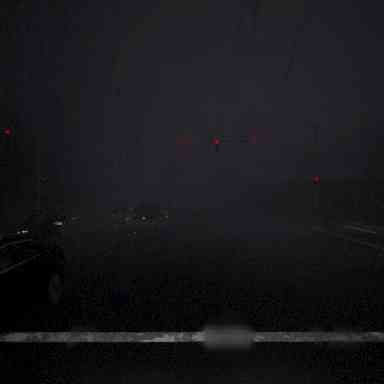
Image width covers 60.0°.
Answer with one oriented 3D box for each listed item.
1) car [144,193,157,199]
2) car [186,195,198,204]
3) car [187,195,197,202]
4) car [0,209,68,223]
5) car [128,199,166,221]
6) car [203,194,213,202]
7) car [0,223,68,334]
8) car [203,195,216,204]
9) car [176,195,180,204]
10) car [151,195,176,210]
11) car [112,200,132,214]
[{"bbox_3d":[-7.093,1.220,57.997,2.150,2.045,5.566,0,0,0],"label":"car"},{"bbox_3d":[-0.011,1.505,63.685,1.837,1.490,4.892,0,0,0],"label":"car"},{"bbox_3d":[-0.012,1.413,73.795,1.994,1.385,4.181,0,0,0],"label":"car"},{"bbox_3d":[-7.105,1.522,14.779,2.128,1.511,4.902,0,0,0],"label":"car"},{"bbox_3d":[-3.606,1.557,27.521,2.033,1.411,5.357,0,0,0],"label":"car"},{"bbox_3d":[3.490,1.355,74.375,2.097,1.767,4.553,0,0,0],"label":"car"},{"bbox_3d":[-3.602,1.504,5.235,2.128,1.511,4.902,0,0,0],"label":"car"},{"bbox_3d":[3.594,1.547,64.152,2.033,1.411,5.357,0,0,0],"label":"car"},{"bbox_3d":[-3.551,1.351,64.849,2.097,1.767,4.553,0,0,0],"label":"car"},{"bbox_3d":[-3.607,1.491,42.321,2.128,1.511,4.902,0,0,0],"label":"car"},{"bbox_3d":[-7.106,1.547,35.625,2.033,1.411,5.357,0,0,0],"label":"car"}]
